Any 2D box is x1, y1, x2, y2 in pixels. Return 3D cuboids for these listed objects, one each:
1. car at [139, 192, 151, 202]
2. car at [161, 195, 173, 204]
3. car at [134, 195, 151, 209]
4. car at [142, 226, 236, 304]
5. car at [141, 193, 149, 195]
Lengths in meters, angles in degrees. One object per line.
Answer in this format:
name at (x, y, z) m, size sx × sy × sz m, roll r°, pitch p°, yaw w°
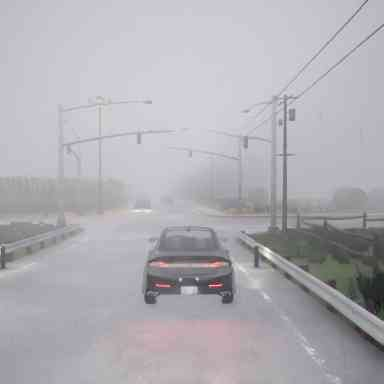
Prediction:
car at (-8.641, 0.916, 61.491) m, size 2.097 × 1.767 × 4.553 m, roll 0°, pitch 1°, yaw -7°
car at (-4.279, 1.181, 56.438) m, size 1.812 × 1.442 × 4.674 m, roll 0°, pitch 1°, yaw -7°
car at (-6.324, 1.463, 42.854) m, size 1.994 × 1.385 × 4.181 m, roll 0°, pitch 1°, yaw -7°
car at (-0.090, 1.611, 8.377) m, size 2.128 × 1.511 × 4.902 m, roll 0°, pitch -2°, yaw -1°
car at (-7.389, 1.270, 51.452) m, size 1.812 × 1.442 × 4.674 m, roll 0°, pitch 1°, yaw -7°
